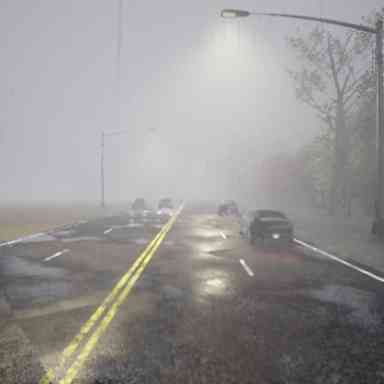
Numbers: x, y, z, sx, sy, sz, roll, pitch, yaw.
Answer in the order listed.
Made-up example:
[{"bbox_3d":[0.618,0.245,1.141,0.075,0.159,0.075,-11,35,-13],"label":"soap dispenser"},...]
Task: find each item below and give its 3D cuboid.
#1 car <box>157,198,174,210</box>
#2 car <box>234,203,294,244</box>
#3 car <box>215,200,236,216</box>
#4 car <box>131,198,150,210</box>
[{"bbox_3d":[-3.313,1.534,42.586,1.837,1.490,4.892,0,0,0],"label":"car"},{"bbox_3d":[3.371,1.494,15.747,1.837,1.490,4.892,0,1,0],"label":"car"},{"bbox_3d":[3.383,1.481,32.403,2.128,1.511,4.902,1,0,0],"label":"car"},{"bbox_3d":[-6.563,1.534,42.585,1.837,1.490,4.892,0,0,0],"label":"car"}]
